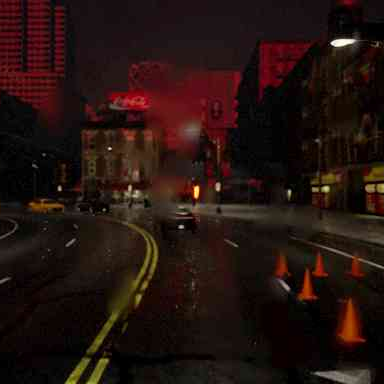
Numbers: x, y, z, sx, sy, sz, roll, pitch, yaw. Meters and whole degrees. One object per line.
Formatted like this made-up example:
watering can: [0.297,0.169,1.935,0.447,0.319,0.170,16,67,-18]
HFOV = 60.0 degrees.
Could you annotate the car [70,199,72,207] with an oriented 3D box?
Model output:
car: [-19.506,1.593,49.810,4.718,1.301,1.895,0,0,30]

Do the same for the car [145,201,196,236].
car: [-1.129,1.506,18.792,2.128,1.511,4.902,0,0,-14]

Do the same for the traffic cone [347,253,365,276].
traffic cone: [4.520,1.975,9.182,0.340,0.580,0.340,0,0,1]

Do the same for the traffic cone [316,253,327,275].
traffic cone: [3.520,1.972,9.193,0.340,0.580,0.340,0,0,1]

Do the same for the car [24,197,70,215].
car: [-14.963,1.473,34.191,5.008,1.535,1.882,0,0,41]

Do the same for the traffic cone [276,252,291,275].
traffic cone: [2.520,1.970,9.204,0.340,0.580,0.340,0,0,1]

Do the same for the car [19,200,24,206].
car: [-24.785,1.508,52.038,4.674,1.452,2.002,0,0,20]

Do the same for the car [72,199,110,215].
car: [-10.381,1.511,34.825,1.837,1.490,4.892,1,-1,-43]

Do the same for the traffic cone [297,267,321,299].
traffic cone: [2.499,1.968,7.204,0.340,0.580,0.340,0,0,1]

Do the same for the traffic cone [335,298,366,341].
traffic cone: [2.477,1.966,5.204,0.340,0.580,0.340,0,0,1]
